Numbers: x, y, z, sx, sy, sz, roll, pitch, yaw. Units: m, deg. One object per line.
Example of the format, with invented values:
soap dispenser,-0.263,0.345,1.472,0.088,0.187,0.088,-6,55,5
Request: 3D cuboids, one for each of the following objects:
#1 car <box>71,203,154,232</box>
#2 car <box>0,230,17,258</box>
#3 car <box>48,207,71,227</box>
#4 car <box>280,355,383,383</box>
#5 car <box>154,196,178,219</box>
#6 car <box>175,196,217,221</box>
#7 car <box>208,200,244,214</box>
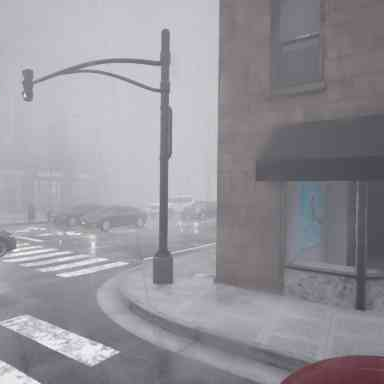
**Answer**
car,-4.979,1.616,21.541,1.837,1.490,4.892,1,0,35
car,-8.207,1.600,11.096,1.994,1.385,4.181,0,-1,35
car,-7.630,1.569,23.420,1.837,1.490,4.892,1,0,35
car,2.417,1.545,1.229,4.507,1.381,1.887,0,1,35
car,-1.770,1.372,31.648,2.150,2.045,5.566,1,0,35
car,0.924,1.550,29.822,2.097,1.767,4.553,1,0,36
car,4.201,1.731,40.007,2.128,1.511,4.902,1,0,36
